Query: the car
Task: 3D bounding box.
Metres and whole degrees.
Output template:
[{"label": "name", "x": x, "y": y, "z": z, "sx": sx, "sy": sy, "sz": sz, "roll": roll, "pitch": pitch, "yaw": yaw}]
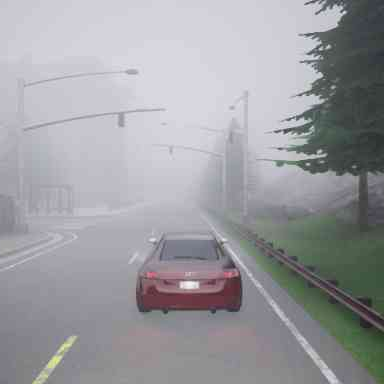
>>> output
[{"label": "car", "x": -0.077, "y": 1.564, "z": 7.696, "sx": 1.994, "sy": 1.385, "sz": 4.181, "roll": 0, "pitch": 0, "yaw": -1}]
